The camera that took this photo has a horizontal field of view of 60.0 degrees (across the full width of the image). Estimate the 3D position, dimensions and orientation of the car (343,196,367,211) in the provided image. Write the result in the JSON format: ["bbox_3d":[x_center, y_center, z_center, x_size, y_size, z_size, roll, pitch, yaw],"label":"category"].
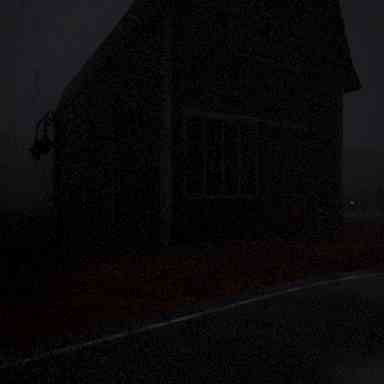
[{"bbox_3d":[17.850,1.227,38.044,2.097,1.767,4.553,0,0,-7],"label":"car"}]
